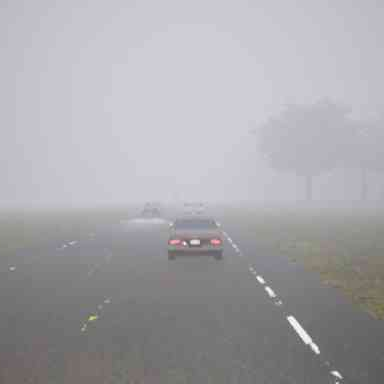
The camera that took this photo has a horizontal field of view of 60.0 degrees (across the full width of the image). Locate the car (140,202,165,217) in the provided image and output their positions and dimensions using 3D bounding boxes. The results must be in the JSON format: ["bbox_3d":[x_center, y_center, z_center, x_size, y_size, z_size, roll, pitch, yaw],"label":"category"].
[{"bbox_3d":[-3.590,1.576,30.873,1.895,1.301,4.718,0,0,0],"label":"car"}]

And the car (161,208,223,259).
[{"bbox_3d":[0.100,1.539,12.446,2.033,1.411,5.357,0,0,0],"label":"car"}]

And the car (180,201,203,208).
[{"bbox_3d":[0.107,1.576,30.747,1.895,1.301,4.718,0,0,0],"label":"car"}]

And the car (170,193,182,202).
[{"bbox_3d":[-3.480,1.152,72.770,2.150,2.045,5.566,0,0,0],"label":"car"}]
